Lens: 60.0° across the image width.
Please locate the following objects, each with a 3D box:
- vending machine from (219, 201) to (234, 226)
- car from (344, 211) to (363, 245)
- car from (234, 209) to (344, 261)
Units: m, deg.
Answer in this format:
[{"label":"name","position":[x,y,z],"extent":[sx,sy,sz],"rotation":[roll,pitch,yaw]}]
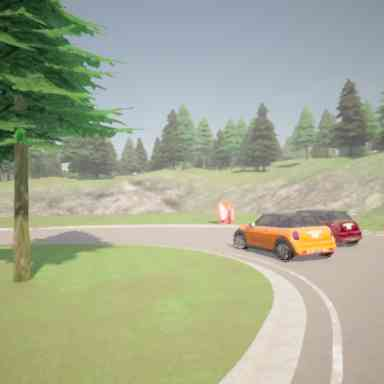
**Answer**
[{"label":"vending machine","position":[3.000,1.855,28.816],"extent":[0.880,2.100,1.100],"rotation":[-2,-2,25]},{"label":"car","position":[5.964,1.662,16.712],"extent":[2.097,1.767,4.553],"rotation":[-1,-1,-30]},{"label":"car","position":[3.578,1.634,13.797],"extent":[2.097,1.767,4.553],"rotation":[-1,-1,-22]}]
